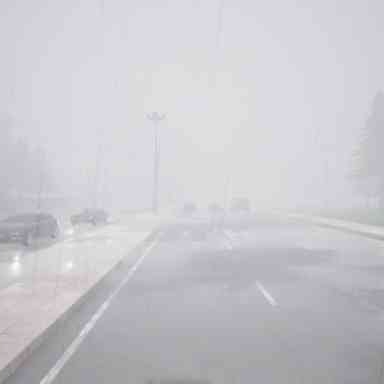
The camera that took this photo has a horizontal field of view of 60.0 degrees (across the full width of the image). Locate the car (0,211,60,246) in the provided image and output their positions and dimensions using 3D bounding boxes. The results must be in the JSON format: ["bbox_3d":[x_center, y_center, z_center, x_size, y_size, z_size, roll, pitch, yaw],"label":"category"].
[{"bbox_3d":[-8.181,1.723,16.431,1.837,1.490,4.892,0,-1,0],"label":"car"}]

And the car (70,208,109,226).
[{"bbox_3d":[-8.189,1.953,26.890,1.895,1.301,4.718,0,-1,0],"label":"car"}]

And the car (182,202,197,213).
[{"bbox_3d":[-0.283,2.117,46.934,1.837,1.490,4.892,0,-1,-1],"label":"car"}]

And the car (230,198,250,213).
[{"bbox_3d":[6.717,1.832,46.943,2.150,2.045,5.566,0,-1,-1],"label":"car"}]

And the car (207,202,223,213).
[{"bbox_3d":[3.217,2.137,46.963,1.812,1.442,4.674,0,-1,-1],"label":"car"}]
